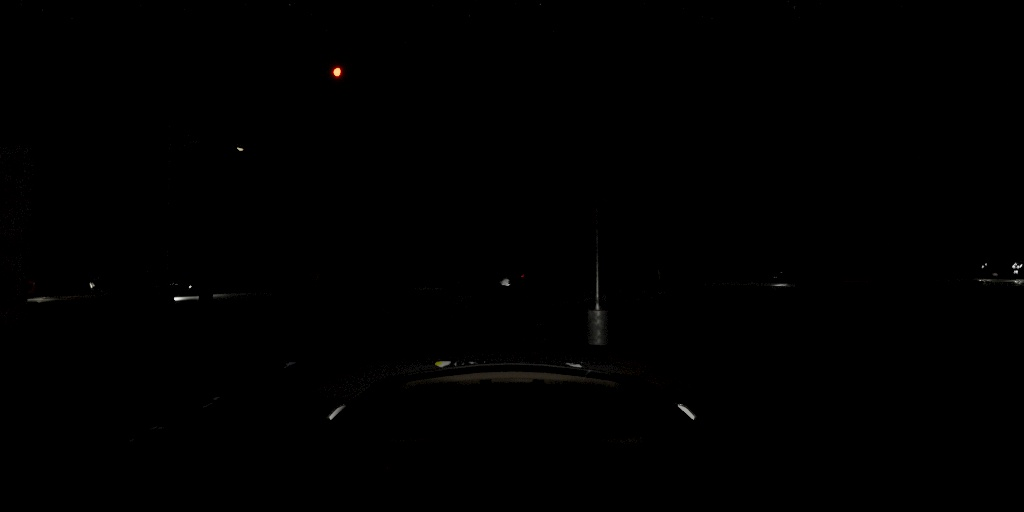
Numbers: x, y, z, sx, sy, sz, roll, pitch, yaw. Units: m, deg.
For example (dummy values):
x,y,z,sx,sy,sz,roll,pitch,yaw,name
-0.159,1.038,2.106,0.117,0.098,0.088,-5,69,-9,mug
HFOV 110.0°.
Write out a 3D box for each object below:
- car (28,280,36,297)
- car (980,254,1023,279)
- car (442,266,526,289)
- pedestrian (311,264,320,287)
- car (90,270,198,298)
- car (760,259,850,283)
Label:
x,y,z,sx,sy,sz,roll,pitch,yaw,name
-29.645,1.582,19.851,5.008,1.535,1.882,-1,-2,0,car
33.745,0.600,23.386,4.553,1.767,2.097,-1,-2,0,car
-1.759,1.376,23.472,5.357,1.411,2.033,-1,-2,0,car
-15.055,1.466,27.413,0.375,1.860,0.375,0,-1,0,pedestrian
-20.220,1.494,19.823,4.892,1.490,1.837,-1,-2,0,car
19.023,0.956,23.422,5.008,1.535,1.882,-1,-2,0,car
